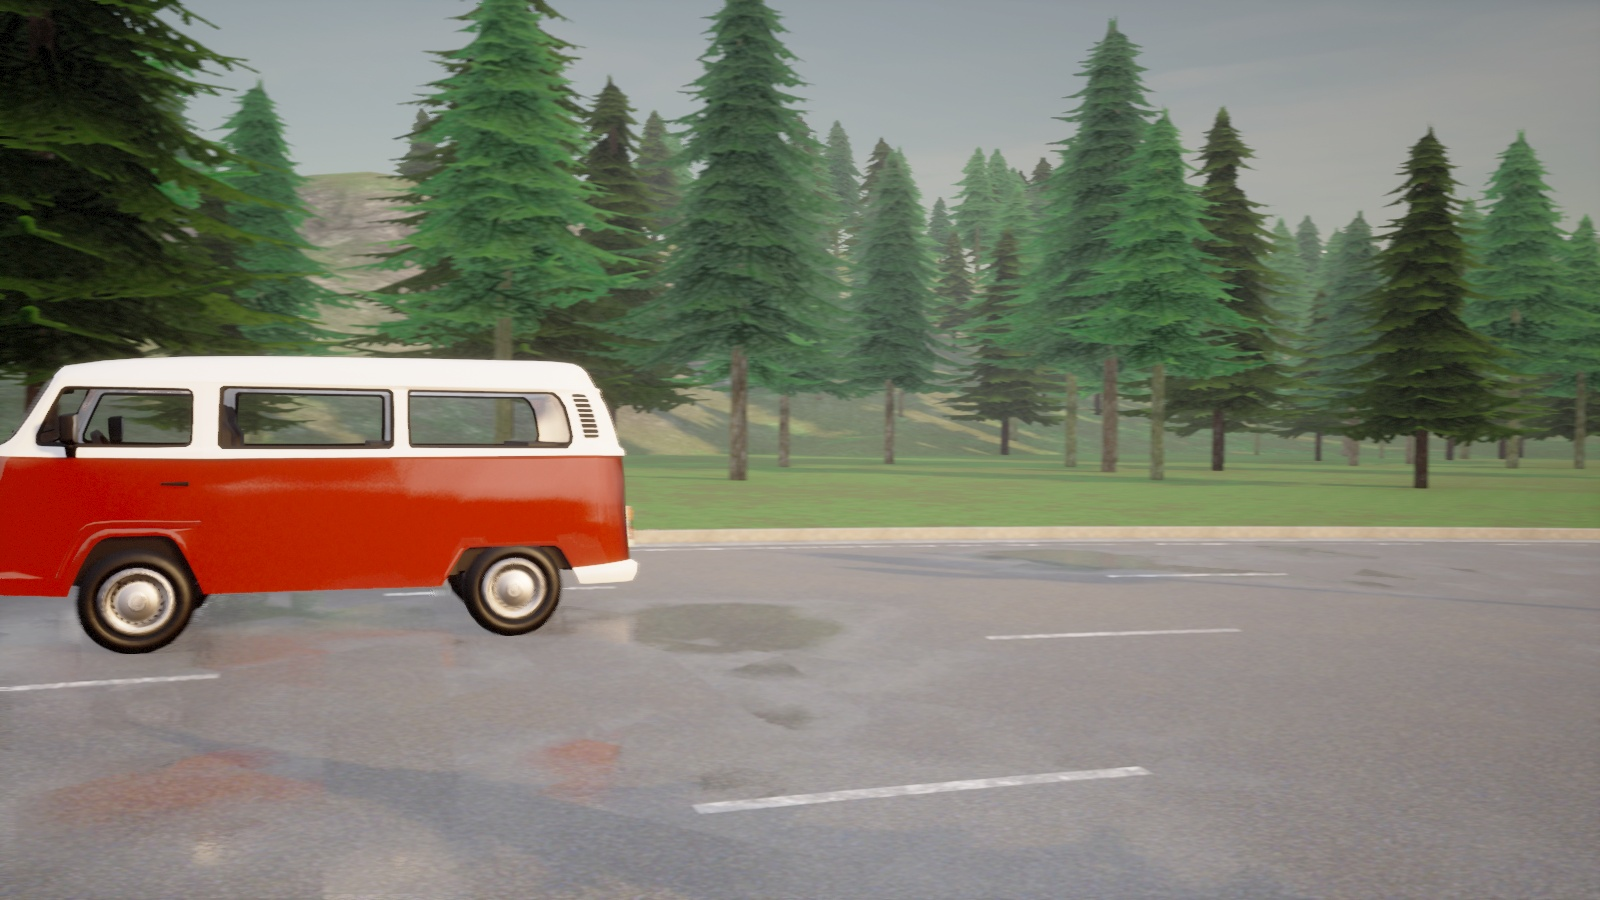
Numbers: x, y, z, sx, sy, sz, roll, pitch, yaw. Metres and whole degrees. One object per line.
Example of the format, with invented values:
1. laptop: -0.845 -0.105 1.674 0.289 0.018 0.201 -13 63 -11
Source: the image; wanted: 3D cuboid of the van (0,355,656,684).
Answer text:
1. van: -3.535 0.391 9.419 4.480 2.038 2.069 -1 1 -21
